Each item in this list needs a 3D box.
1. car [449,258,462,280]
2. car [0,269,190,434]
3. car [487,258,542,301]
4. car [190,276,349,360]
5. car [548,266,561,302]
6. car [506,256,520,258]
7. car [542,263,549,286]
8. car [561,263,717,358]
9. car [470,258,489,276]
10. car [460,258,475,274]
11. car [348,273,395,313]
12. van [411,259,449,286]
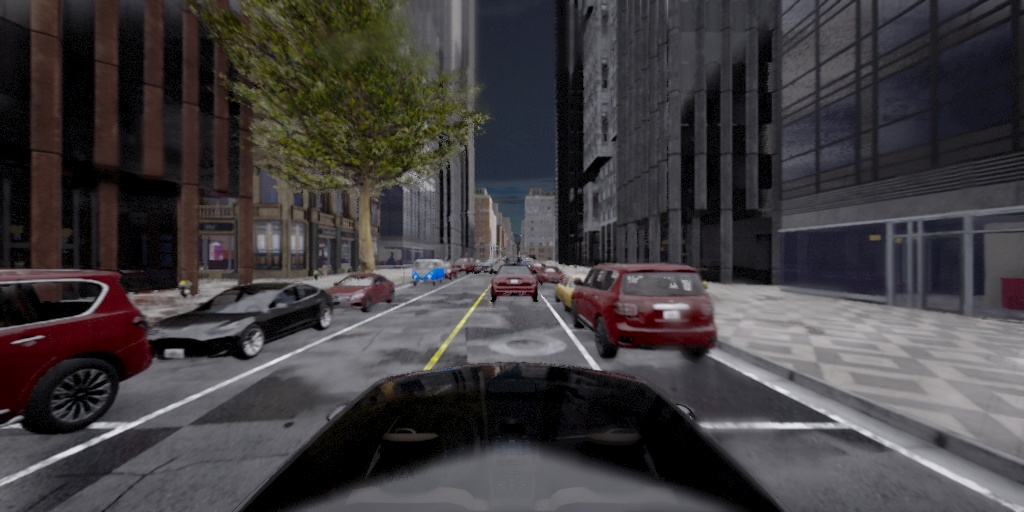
[{"bbox_3d":[-5.849,1.237,30.953,1.967,1.591,4.097,0,0,0],"label":"car"},{"bbox_3d":[-5.856,1.065,2.757,2.192,1.841,5.009,0,0,0],"label":"car"},{"bbox_3d":[0.106,1.116,17.544,2.097,1.767,4.553,0,0,0],"label":"car"},{"bbox_3d":[-5.854,1.319,8.397,1.948,1.339,4.313,0,0,0],"label":"car"},{"bbox_3d":[2.673,1.284,14.192,1.751,1.417,4.829,0,0,0],"label":"car"},{"bbox_3d":[0.112,1.052,44.066,2.150,2.045,5.566,0,0,0],"label":"car"},{"bbox_3d":[2.675,1.364,25.299,1.802,1.307,4.207,0,0,0],"label":"car"},{"bbox_3d":[2.671,1.068,8.385,2.192,1.841,5.009,0,0,0],"label":"car"},{"bbox_3d":[-2.989,1.276,39.035,2.033,1.411,5.357,0,0,0],"label":"car"},{"bbox_3d":[-5.846,1.141,42.232,2.192,1.841,5.009,0,0,0],"label":"car"},{"bbox_3d":[-5.853,1.341,14.035,1.802,1.307,4.207,0,0,0],"label":"car"},{"bbox_3d":[-5.850,1.123,25.313,1.690,1.789,3.998,0,0,0],"label":"van"}]
